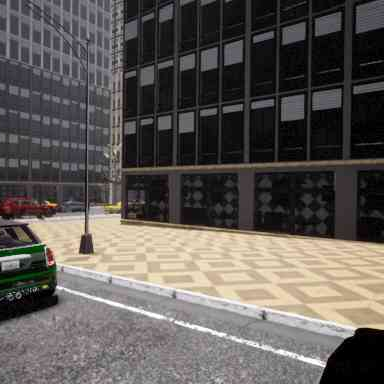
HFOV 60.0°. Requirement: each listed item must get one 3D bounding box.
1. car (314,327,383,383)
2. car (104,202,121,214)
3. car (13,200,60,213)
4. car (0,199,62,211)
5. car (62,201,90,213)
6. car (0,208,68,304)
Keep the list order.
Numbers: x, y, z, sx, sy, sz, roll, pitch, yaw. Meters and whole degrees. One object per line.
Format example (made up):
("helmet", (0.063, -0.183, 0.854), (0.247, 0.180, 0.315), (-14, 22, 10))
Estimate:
("car", (2.986, 1.601, 1.549), (4.718, 1.301, 1.895), (0, 0, 36))
("car", (-8.124, 1.830, 39.357), (1.752, 1.417, 4.829), (1, 0, 37))
("car", (-18.419, 1.643, 39.540), (1.752, 1.417, 4.829), (1, 0, 37))
("car", (-14.939, 1.519, 30.158), (2.192, 1.841, 5.009), (1, 0, 37))
("car", (-14.539, 1.749, 40.409), (1.994, 1.385, 4.181), (1, 0, 37))
("car", (-5.011, 1.348, 7.268), (4.553, 1.767, 2.097), (0, 0, 36))
